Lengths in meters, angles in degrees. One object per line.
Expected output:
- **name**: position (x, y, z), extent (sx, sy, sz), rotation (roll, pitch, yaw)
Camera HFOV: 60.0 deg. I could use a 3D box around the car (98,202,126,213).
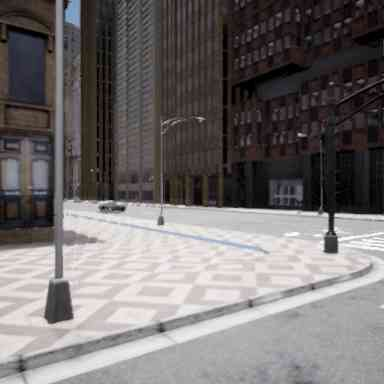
- **car**: position (-9.763, 1.856, 40.673), extent (1.895, 1.301, 4.718), rotation (0, 0, -35)
